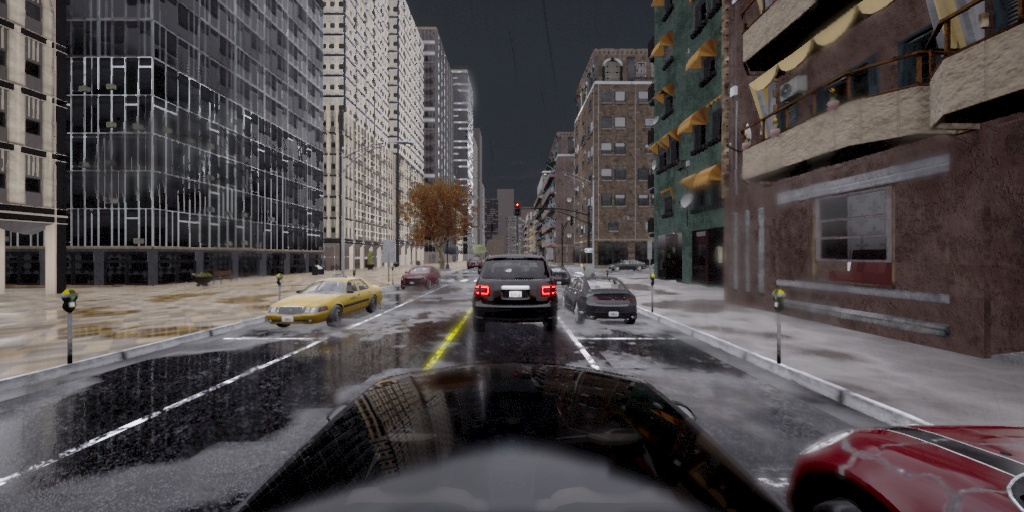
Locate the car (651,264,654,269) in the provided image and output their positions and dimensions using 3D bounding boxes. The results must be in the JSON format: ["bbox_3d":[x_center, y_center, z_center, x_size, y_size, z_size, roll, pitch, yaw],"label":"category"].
[{"bbox_3d":[18.844,1.006,42.196,4.829,1.417,1.751,0,0,-1],"label":"car"}]

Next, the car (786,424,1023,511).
[{"bbox_3d":[2.688,1.190,0.600,1.967,1.591,4.097,0,0,0],"label":"car"}]

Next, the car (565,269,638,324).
[{"bbox_3d":[2.692,1.301,11.664,2.007,1.370,4.403,0,0,0],"label":"car"}]

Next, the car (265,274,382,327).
[{"bbox_3d":[-5.689,1.276,11.498,1.751,1.417,4.829,0,0,0],"label":"car"}]

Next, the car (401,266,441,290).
[{"bbox_3d":[-5.685,1.299,22.733,1.888,1.381,4.507,0,0,0],"label":"car"}]

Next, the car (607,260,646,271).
[{"bbox_3d":[13.447,1.108,42.143,4.403,1.370,2.007,0,0,-1],"label":"car"}]

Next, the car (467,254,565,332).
[{"bbox_3d":[0.093,0.972,10.942,2.150,2.045,5.566,0,0,0],"label":"car"}]
